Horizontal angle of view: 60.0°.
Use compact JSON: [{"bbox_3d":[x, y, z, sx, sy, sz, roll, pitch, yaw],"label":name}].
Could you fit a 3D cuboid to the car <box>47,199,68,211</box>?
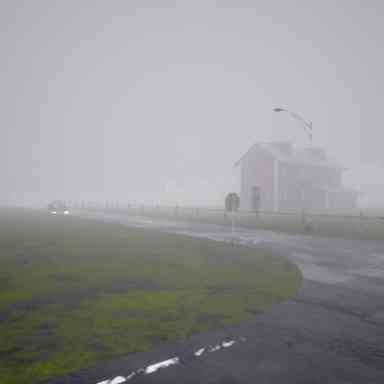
[{"bbox_3d":[-19.839,1.924,49.151,2.097,1.767,4.553,2,-2,-36],"label":"car"}]
